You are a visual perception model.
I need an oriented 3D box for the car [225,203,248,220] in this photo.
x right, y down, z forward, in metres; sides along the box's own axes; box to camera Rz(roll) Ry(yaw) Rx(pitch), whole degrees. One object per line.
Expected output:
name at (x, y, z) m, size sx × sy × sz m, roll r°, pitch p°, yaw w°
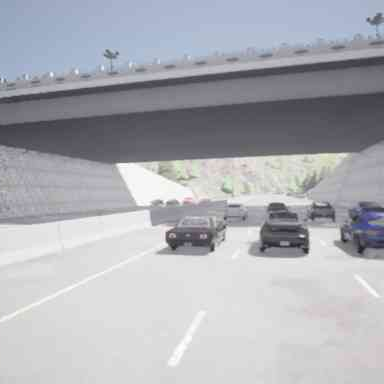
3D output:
car at (3.923, 1.692, 29.544) m, size 1.812 × 1.442 × 4.674 m, roll -1°, pitch 0°, yaw 14°

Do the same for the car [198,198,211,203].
car at (2.683, 2.010, 69.507) m, size 2.033 × 1.411 × 5.357 m, roll -1°, pitch 0°, yaw 13°

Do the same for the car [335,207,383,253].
car at (7.251, 1.530, 13.328) m, size 1.812 × 1.442 × 4.674 m, roll -1°, pitch 0°, yaw 14°

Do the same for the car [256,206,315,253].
car at (3.829, 1.562, 14.069) m, size 1.837 × 1.490 × 4.892 m, roll -1°, pitch 0°, yaw 14°

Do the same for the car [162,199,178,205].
car at (-4.124, 2.110, 71.137) m, size 2.033 × 1.411 × 5.357 m, roll -1°, pitch 0°, yaw 13°

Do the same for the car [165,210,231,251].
car at (0.376, 1.704, 14.677) m, size 1.895 × 1.301 × 4.718 m, roll -1°, pitch 0°, yaw 13°

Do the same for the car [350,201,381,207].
car at (14.156, 1.495, 27.197) m, size 1.882 × 1.535 × 5.008 m, roll -1°, pitch 0°, yaw 14°

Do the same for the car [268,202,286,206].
car at (7.307, 1.624, 28.653) m, size 1.837 × 1.490 × 4.892 m, roll -1°, pitch 0°, yaw 14°

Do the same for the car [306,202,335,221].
car at (10.707, 1.558, 27.824) m, size 2.128 × 1.511 × 4.902 m, roll -1°, pitch 0°, yaw 14°

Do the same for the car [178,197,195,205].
car at (-0.716, 1.876, 70.353) m, size 2.097 × 1.767 × 4.553 m, roll -1°, pitch 0°, yaw 13°

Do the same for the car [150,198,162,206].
car at (-7.527, 2.146, 71.953) m, size 2.128 × 1.511 × 4.902 m, roll -1°, pitch 0°, yaw 13°
